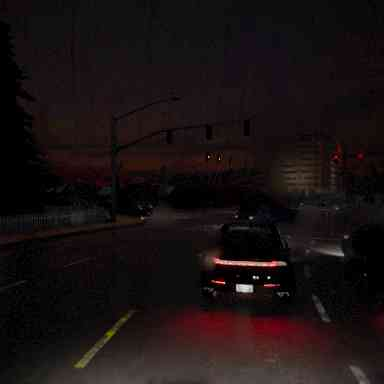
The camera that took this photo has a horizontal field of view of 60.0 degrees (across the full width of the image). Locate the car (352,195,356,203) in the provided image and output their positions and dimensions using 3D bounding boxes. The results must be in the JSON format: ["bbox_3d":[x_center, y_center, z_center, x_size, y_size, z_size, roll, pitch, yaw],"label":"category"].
[{"bbox_3d":[33.517,1.355,70.846,2.097,1.767,4.553,0,0,32],"label":"car"}]

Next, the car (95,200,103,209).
[{"bbox_3d":[-9.008,1.547,38.135,4.902,1.511,2.128,0,0,32],"label":"car"}]

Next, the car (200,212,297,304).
[{"bbox_3d":[1.448,1.492,8.258,2.128,1.511,4.902,0,0,12],"label":"car"}]

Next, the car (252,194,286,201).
[{"bbox_3d":[7.408,1.387,36.340,4.553,1.767,2.097,0,0,32],"label":"car"}]

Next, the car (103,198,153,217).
[{"bbox_3d":[-5.921,1.407,32.067,4.553,1.767,2.097,0,0,32],"label":"car"}]

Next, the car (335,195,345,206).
[{"bbox_3d":[23.242,1.601,54.325,1.895,1.301,4.718,0,0,32],"label":"car"}]

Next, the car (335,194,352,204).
[{"bbox_3d":[28.132,1.601,62.131,1.895,1.301,4.718,0,0,32],"label":"car"}]

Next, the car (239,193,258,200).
[{"bbox_3d":[15.095,1.209,89.140,4.605,1.855,1.932,0,0,32],"label":"car"}]

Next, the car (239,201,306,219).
[{"bbox_3d":[5.440,1.577,23.565,5.357,1.411,2.033,0,0,-37],"label":"car"}]

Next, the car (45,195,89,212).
[{"bbox_3d":[-14.042,1.277,37.155,5.566,2.045,2.150,0,0,32],"label":"car"}]

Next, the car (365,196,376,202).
[{"bbox_3d":[39.619,1.525,74.075,2.128,1.511,4.902,0,0,32],"label":"car"}]

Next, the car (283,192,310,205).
[{"bbox_3d":[14.393,1.221,46.672,2.150,2.045,5.566,0,0,32],"label":"car"}]

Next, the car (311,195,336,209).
[{"bbox_3d":[18.457,1.526,46.579,1.812,1.442,4.674,0,0,32],"label":"car"}]

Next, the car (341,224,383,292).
[{"bbox_3d":[5.200,1.547,8.624,2.033,1.411,5.357,0,0,16],"label":"car"}]

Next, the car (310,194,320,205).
[{"bbox_3d":[19.508,1.526,54.940,1.812,1.442,4.674,0,0,32],"label":"car"}]

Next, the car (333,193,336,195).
[{"bbox_3d":[30.051,1.225,71.894,2.150,2.045,5.566,0,0,32],"label":"car"}]

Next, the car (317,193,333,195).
[{"bbox_3d":[24.583,1.222,63.054,2.150,2.045,5.566,0,0,32],"label":"car"}]
